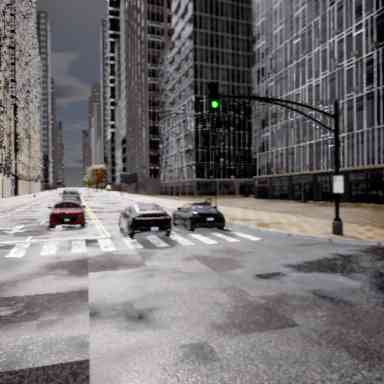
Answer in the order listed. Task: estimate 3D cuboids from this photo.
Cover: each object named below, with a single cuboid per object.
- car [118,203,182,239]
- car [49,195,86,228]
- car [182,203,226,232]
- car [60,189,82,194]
[{"bbox_3d":[-2.364,1.266,15.938,2.128,1.511,4.902,-1,1,-20],"label":"car"},{"bbox_3d":[-7.632,1.216,20.444,1.882,1.535,5.008,-1,1,-20],"label":"car"},{"bbox_3d":[0.224,1.285,18.341,1.994,1.385,4.181,-1,1,-20],"label":"car"},{"bbox_3d":[-14.496,0.688,39.791,2.150,2.045,5.566,-1,1,-20],"label":"car"}]
